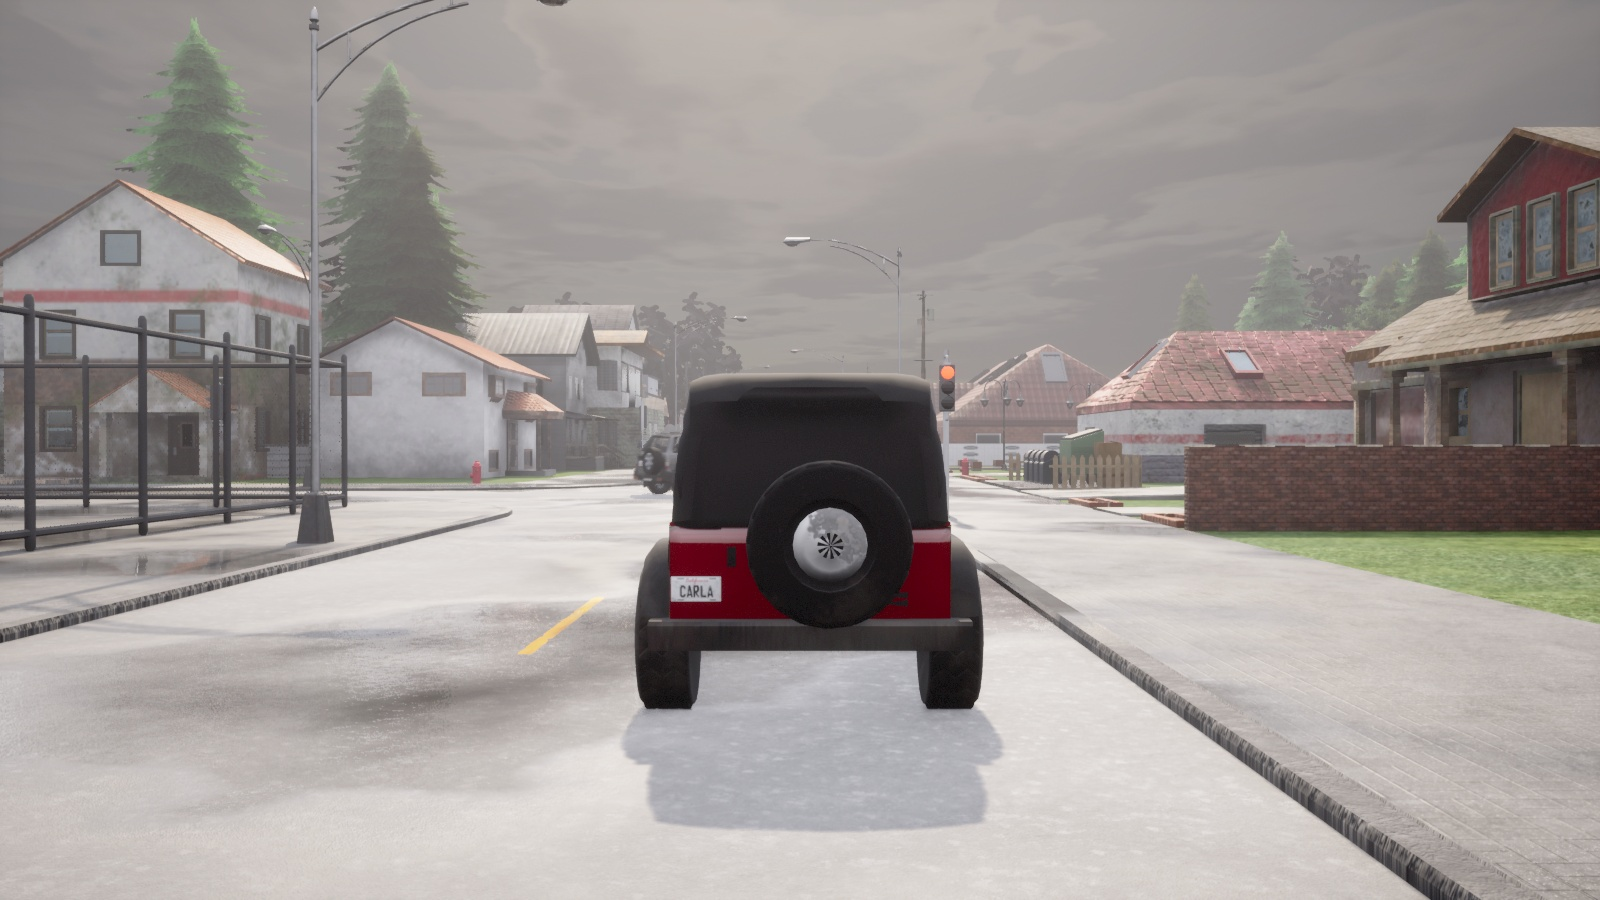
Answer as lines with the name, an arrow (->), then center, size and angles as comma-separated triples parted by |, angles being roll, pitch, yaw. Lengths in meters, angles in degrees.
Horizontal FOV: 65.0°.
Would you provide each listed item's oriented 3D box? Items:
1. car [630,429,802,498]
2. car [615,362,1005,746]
car -> -2.385, 0.357, 36.111 | 4.605, 1.855, 1.932 | 0, 1, -36
car -> 0.055, 0.497, 8.079 | 1.905, 1.878, 3.866 | 0, 0, 0
